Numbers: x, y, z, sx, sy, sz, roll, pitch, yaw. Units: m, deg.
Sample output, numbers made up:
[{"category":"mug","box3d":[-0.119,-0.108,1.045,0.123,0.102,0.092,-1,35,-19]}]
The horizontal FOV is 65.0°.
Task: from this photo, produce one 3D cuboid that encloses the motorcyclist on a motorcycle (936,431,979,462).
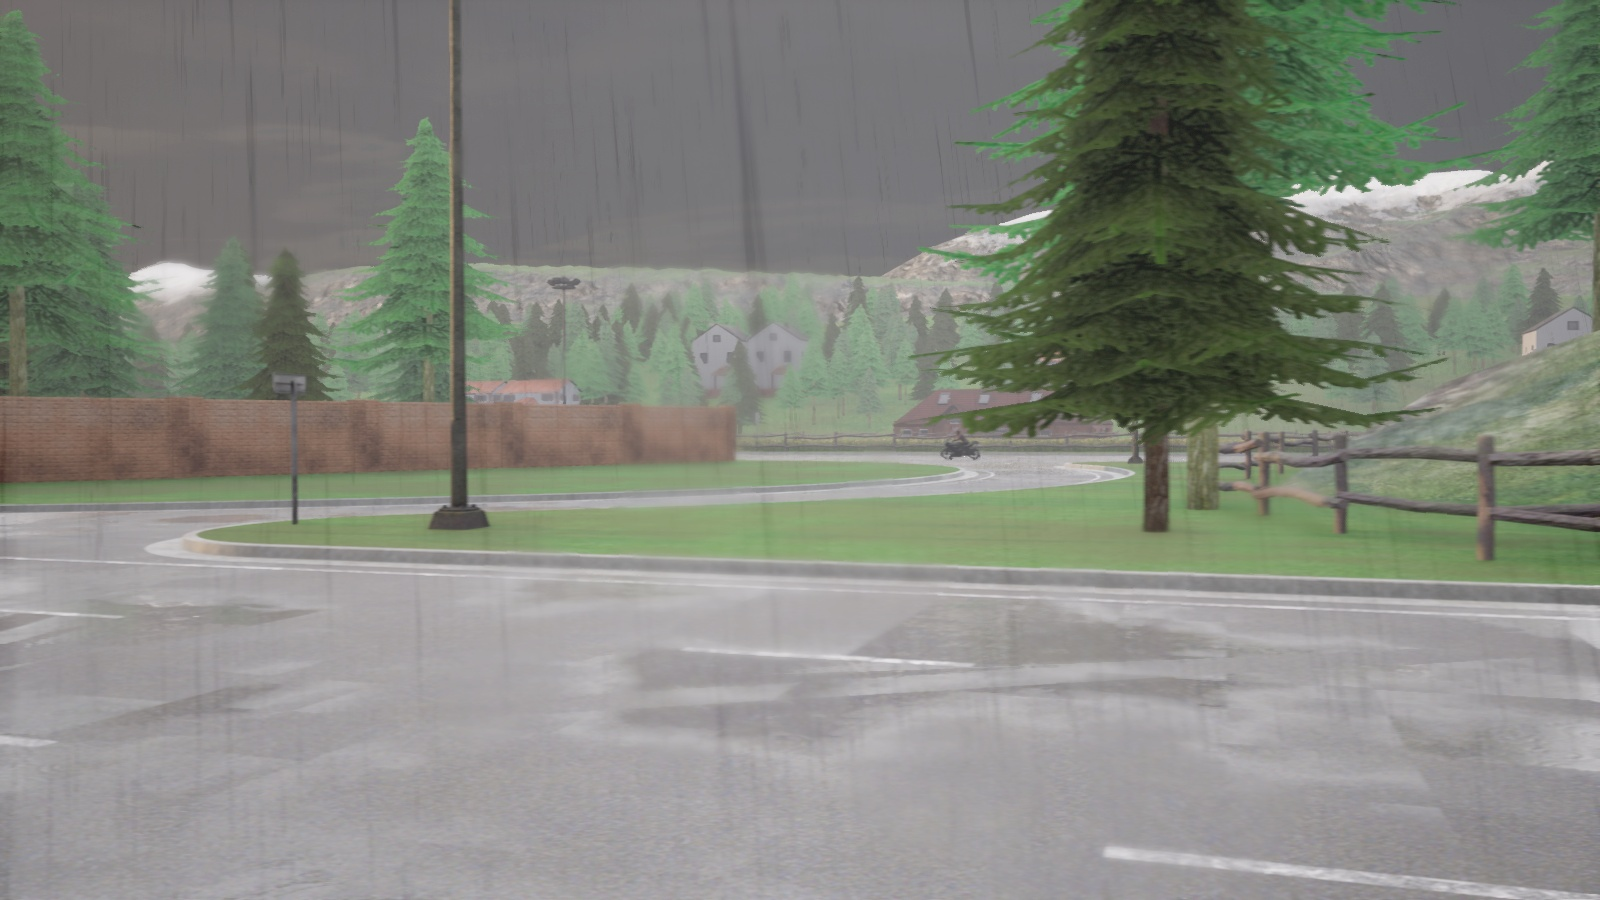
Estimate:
[{"category":"motorcyclist on a motorcycle","box3d":[7.888,-0.169,62.934,2.044,1.523,0.797,1,1,19]}]
